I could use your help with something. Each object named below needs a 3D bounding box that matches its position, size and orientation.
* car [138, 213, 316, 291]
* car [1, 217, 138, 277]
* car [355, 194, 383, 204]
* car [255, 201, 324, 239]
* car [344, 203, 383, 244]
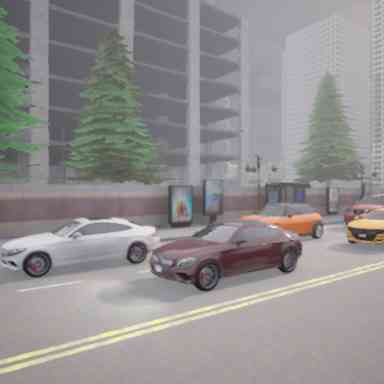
[{"bbox_3d":[1.121,1.508,9.069,4.674,1.442,1.812,0,0,-35],"label":"car"},{"bbox_3d":[-3.225,1.516,10.288,4.674,1.442,1.812,0,0,-34],"label":"car"},{"bbox_3d":[11.984,1.160,21.122,5.566,2.045,2.150,0,0,-35],"label":"car"},{"bbox_3d":[4.060,1.318,15.480,4.553,1.767,2.097,0,0,-35],"label":"car"},{"bbox_3d":[8.718,1.434,14.501,5.008,1.535,1.882,0,0,-36],"label":"car"}]
